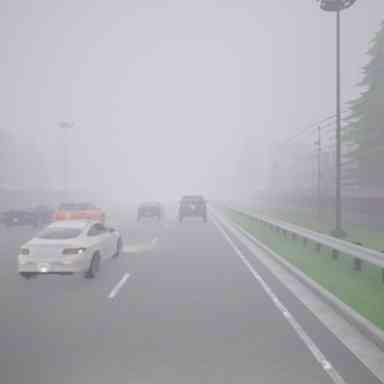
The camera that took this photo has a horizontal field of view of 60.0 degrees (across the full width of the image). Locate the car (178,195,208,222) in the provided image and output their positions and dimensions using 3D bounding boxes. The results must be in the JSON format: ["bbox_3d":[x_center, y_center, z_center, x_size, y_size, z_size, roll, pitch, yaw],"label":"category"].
[{"bbox_3d":[0.076,1.251,26.882,2.150,2.045,5.566,0,0,0],"label":"car"}]

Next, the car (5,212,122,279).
[{"bbox_3d":[-3.400,1.535,9.943,1.812,1.442,4.674,0,0,0],"label":"car"}]

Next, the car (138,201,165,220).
[{"bbox_3d":[-3.402,1.504,28.367,1.882,1.535,5.008,0,0,0],"label":"car"}]

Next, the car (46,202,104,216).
[{"bbox_3d":[-6.903,1.371,20.693,2.097,1.767,4.553,0,0,0],"label":"car"}]

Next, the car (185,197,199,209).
[{"bbox_3d":[0.011,1.553,48.786,1.837,1.490,4.892,0,0,0],"label":"car"}]

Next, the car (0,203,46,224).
[{"bbox_3d":[-10.401,1.498,22.099,1.882,1.535,5.008,0,0,0],"label":"car"}]
